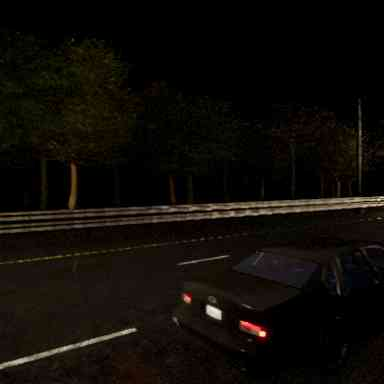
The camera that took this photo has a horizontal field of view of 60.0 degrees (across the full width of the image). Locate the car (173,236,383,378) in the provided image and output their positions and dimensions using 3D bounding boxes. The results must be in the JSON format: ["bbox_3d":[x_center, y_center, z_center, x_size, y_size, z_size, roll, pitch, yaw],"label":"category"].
[{"bbox_3d":[2.310,1.483,5.516,5.357,1.411,2.033,-1,1,-35],"label":"car"}]
